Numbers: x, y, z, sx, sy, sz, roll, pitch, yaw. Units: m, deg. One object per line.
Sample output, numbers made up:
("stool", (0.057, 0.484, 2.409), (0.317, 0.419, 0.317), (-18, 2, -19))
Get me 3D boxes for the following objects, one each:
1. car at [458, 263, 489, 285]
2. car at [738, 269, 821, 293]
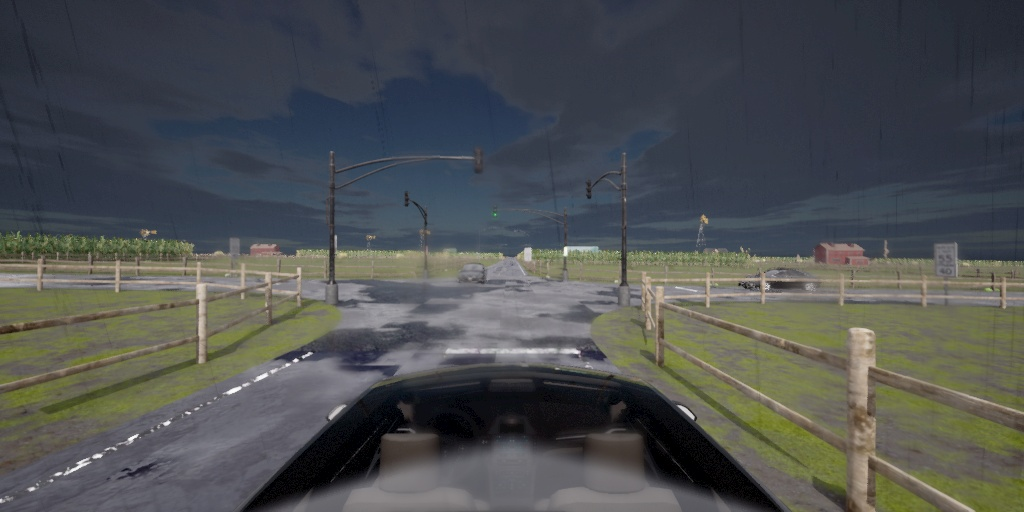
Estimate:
("car", (-2.773, 1.288, 26.140), (1.837, 1.490, 4.892), (1, 0, 0))
("car", (18.075, 1.629, 24.365), (4.892, 1.490, 1.837), (1, 0, 0))
